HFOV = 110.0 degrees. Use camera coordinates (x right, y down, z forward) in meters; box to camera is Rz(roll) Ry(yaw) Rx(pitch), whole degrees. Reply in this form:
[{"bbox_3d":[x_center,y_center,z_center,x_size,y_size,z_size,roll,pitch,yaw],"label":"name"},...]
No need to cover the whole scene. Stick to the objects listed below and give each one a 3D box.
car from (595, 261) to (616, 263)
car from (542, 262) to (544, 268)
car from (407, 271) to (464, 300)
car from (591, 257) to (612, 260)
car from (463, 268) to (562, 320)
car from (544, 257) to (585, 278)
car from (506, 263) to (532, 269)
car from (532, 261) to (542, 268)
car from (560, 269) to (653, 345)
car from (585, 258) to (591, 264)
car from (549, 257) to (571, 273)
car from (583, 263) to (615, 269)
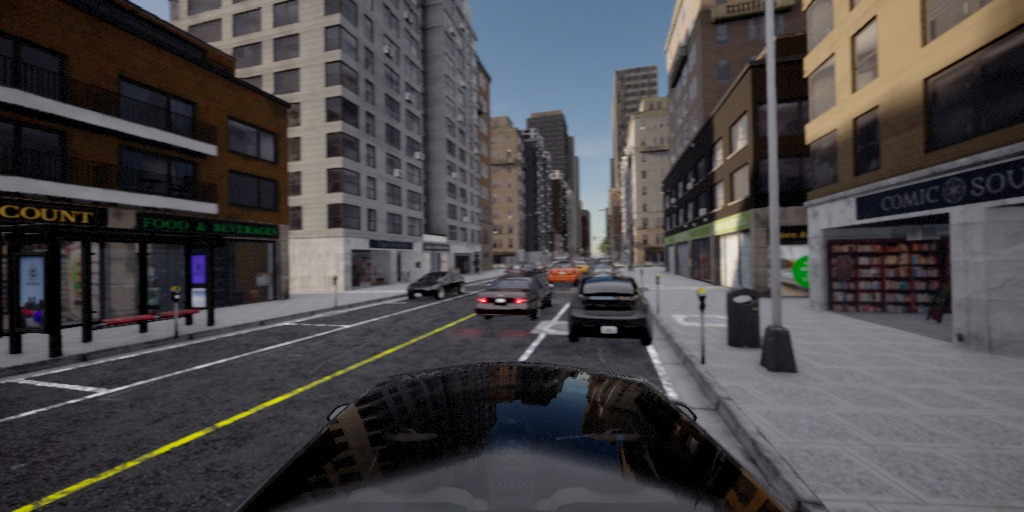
[{"bbox_3d":[7.161,1.325,27.802,2.007,1.370,4.403,0,0,15],"label":"car"},{"bbox_3d":[3.199,1.401,46.006,1.967,1.591,4.097,0,0,15],"label":"car"},{"bbox_3d":[-3.928,1.498,19.316,1.948,1.339,4.313,0,0,15],"label":"car"},{"bbox_3d":[10.011,1.101,38.476,2.192,1.841,5.009,0,0,15],"label":"car"},{"bbox_3d":[0.321,1.360,12.930,2.033,1.411,5.357,-1,0,15],"label":"car"},{"bbox_3d":[4.027,1.179,26.824,2.097,1.767,4.553,-1,0,15],"label":"car"},{"bbox_3d":[0.348,1.531,35.330,1.802,1.307,4.207,0,0,15],"label":"car"},{"bbox_3d":[1.774,1.521,40.668,1.948,1.339,4.313,0,0,15],"label":"car"},{"bbox_3d":[2.584,1.253,9.606,1.837,1.490,4.892,-1,0,15],"label":"car"},{"bbox_3d":[8.098,1.303,42.441,1.801,1.575,5.366,-1,0,15],"label":"car"},{"bbox_3d":[6.566,1.135,48.368,2.150,2.045,5.566,-1,-1,15],"label":"car"},{"bbox_3d":[5.736,1.319,22.466,2.007,1.370,4.403,0,0,15],"label":"car"}]
